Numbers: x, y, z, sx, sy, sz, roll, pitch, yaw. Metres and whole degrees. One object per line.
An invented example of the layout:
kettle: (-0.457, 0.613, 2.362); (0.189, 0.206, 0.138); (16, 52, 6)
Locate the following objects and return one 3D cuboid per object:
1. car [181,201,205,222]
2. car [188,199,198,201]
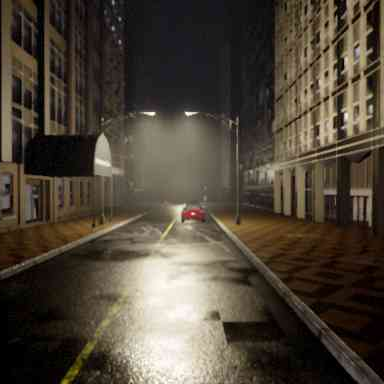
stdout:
car: (0.099, 1.719, 28.446); (1.994, 1.385, 4.181); (0, 0, 0)
car: (0.099, 1.746, 45.406); (2.128, 1.511, 4.902); (0, 0, 0)
